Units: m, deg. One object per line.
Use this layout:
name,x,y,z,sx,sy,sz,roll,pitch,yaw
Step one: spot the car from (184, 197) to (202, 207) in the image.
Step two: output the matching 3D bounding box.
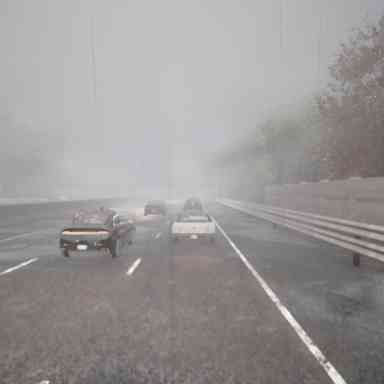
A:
car,0.085,1.415,39.322,2.097,1.767,4.553,0,0,0

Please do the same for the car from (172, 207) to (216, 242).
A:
car,0.095,1.619,16.347,1.895,1.301,4.718,0,0,0

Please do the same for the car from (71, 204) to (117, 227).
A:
car,-6.903,1.633,23.964,1.895,1.301,4.718,0,0,0

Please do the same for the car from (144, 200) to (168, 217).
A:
car,-3.409,1.526,32.185,1.882,1.535,5.008,0,0,0

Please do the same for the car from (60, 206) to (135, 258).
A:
car,-3.405,1.504,12.738,2.128,1.511,4.902,0,0,0
